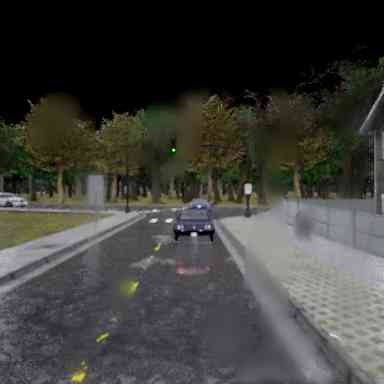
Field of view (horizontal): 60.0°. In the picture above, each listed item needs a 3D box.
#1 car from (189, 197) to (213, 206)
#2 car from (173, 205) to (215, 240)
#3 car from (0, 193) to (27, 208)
[{"bbox_3d":[0.866,1.297,31.631,2.097,1.767,4.553,0,0,6],"label":"car"},{"bbox_3d":[0.093,1.574,16.840,1.895,1.301,4.718,0,0,0],"label":"car"},{"bbox_3d":[-24.947,1.159,45.051,5.566,2.045,2.150,0,0,24],"label":"car"}]
